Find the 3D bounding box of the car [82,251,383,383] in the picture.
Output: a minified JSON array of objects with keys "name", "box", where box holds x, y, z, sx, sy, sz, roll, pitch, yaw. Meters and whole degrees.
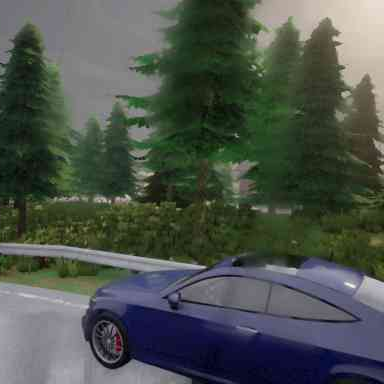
[{"name":"car","box":[0.735,1.499,4.111,4.674,1.442,1.812,1,1,31]}]
